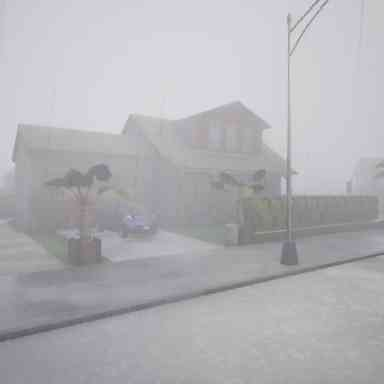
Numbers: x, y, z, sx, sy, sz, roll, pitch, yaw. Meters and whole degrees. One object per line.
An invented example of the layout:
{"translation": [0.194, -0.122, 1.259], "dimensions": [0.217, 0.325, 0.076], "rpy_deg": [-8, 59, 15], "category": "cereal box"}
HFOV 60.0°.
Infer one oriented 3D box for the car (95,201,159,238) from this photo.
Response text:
{"translation": [-3.022, 1.174, 15.291], "dimensions": [1.845, 1.501, 3.633], "rpy_deg": [0, 0, -38], "category": "car"}
